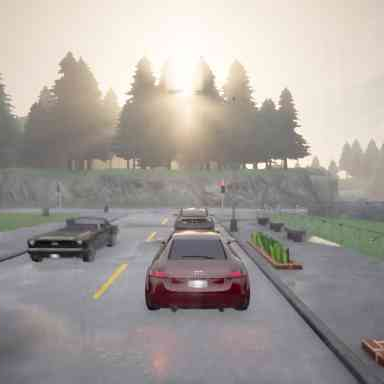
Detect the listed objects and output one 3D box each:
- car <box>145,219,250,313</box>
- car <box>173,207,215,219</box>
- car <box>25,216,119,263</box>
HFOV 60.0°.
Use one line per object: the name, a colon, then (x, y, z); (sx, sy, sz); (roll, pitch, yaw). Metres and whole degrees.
car: (0.103, 1.564, 7.774); (1.994, 1.385, 4.181); (0, 0, 0)
car: (0.105, 1.505, 16.686); (1.837, 1.490, 4.892); (0, 0, 0)
car: (-4.087, 1.601, 12.129); (1.895, 1.301, 4.718); (0, 0, 0)
